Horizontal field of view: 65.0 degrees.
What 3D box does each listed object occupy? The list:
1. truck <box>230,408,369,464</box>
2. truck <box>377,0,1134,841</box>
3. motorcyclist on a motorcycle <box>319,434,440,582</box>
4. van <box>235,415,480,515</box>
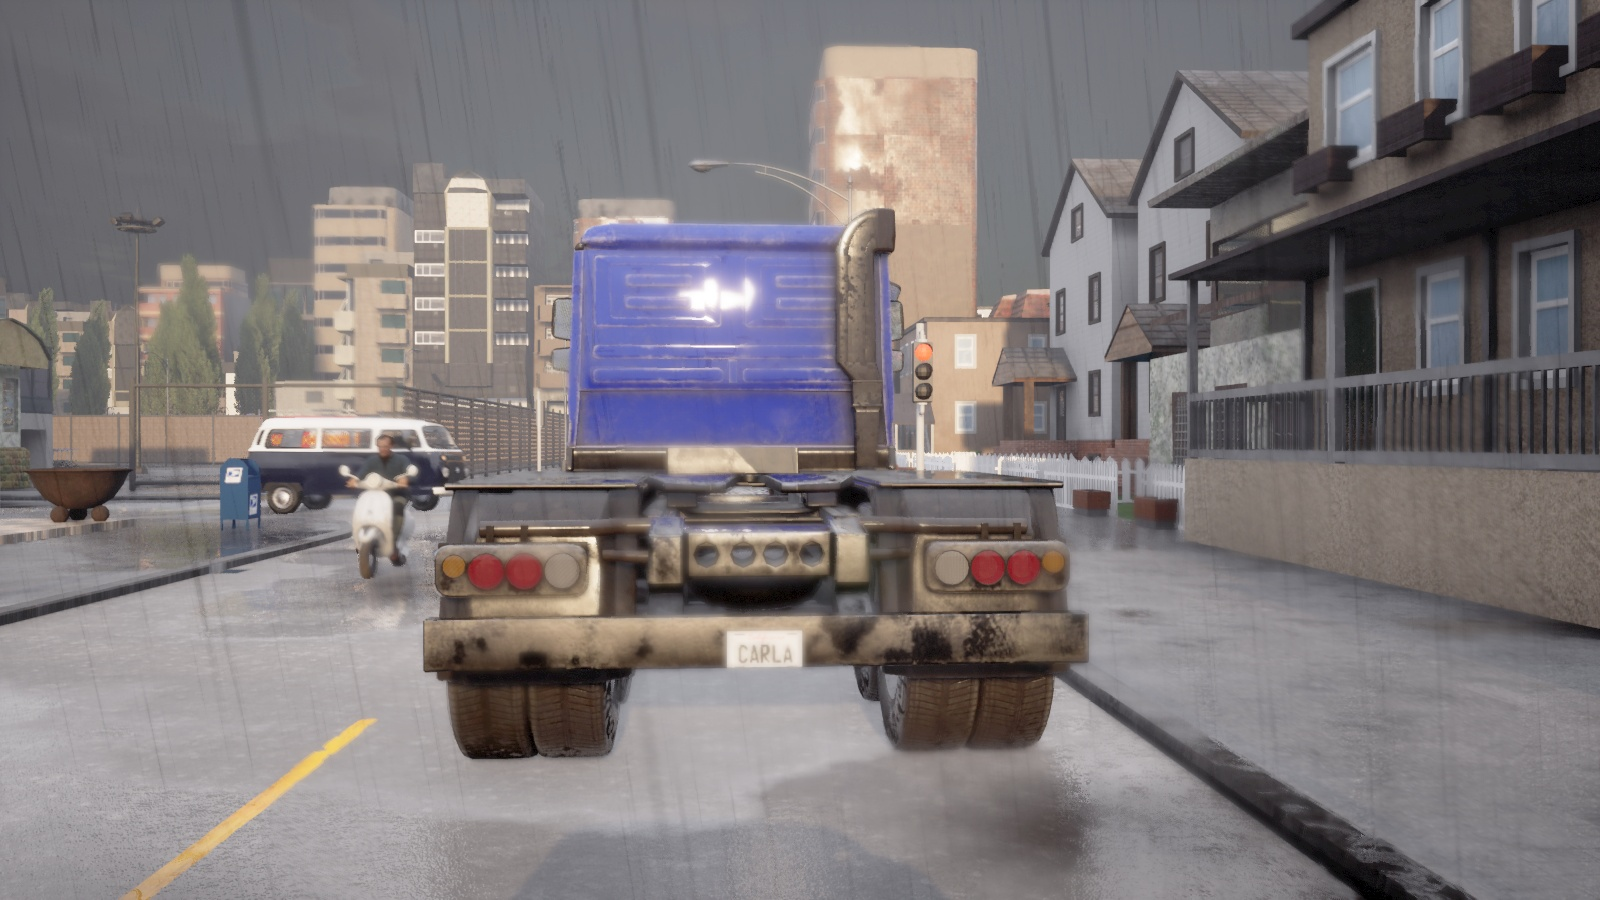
[{"bbox_3d":[-34.798,-0.940,87.533,8.468,3.827,2.891,0,0,-3],"label":"truck"},{"bbox_3d":[-0.432,-0.285,8.765,2.891,3.462,7.936,0,0,-4],"label":"truck"},{"bbox_3d":[-4.774,0.615,14.394,0.866,1.590,1.817,0,0,-4],"label":"motorcyclist on a motorcycle"},{"bbox_3d":[-9.405,0.310,26.930,4.480,2.038,2.069,0,-1,6],"label":"van"}]
